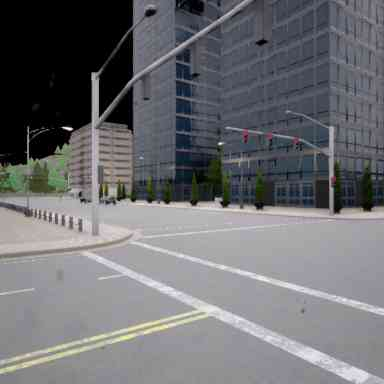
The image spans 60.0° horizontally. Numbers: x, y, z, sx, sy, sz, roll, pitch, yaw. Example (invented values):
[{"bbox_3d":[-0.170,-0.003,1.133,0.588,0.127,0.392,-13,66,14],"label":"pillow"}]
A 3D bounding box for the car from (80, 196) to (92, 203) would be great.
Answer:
[{"bbox_3d":[-20.624,1.492,65.715,2.033,1.411,5.357,0,0,-33],"label":"car"}]

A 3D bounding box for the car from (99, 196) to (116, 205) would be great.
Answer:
[{"bbox_3d":[-14.656,1.449,57.203,1.837,1.490,4.892,0,0,-35],"label":"car"}]
